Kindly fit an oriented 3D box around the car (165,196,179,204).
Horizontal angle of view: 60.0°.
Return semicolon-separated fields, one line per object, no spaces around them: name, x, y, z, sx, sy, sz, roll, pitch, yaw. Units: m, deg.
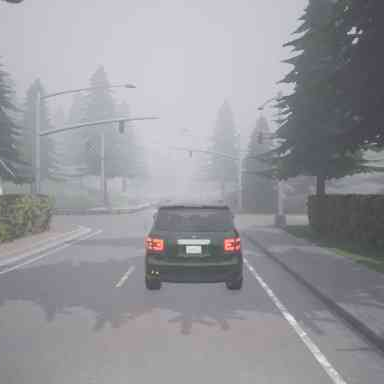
car;-3.961;1.492;64.670;2.128;1.511;4.902;0;0;-10

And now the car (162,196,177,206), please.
car;-3.660;1.491;53.986;2.128;1.511;4.902;0;0;0

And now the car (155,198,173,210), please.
car;-3.644;1.563;43.611;1.994;1.385;4.181;0;0;0

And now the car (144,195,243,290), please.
car;0.052;1.221;9.208;2.150;2.045;5.566;0;0;0

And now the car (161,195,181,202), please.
car;-4.828;1.478;75.748;1.882;1.535;5.008;0;0;-39

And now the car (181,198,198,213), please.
car;-0.261;1.526;38.657;1.812;1.442;4.674;0;0;1
